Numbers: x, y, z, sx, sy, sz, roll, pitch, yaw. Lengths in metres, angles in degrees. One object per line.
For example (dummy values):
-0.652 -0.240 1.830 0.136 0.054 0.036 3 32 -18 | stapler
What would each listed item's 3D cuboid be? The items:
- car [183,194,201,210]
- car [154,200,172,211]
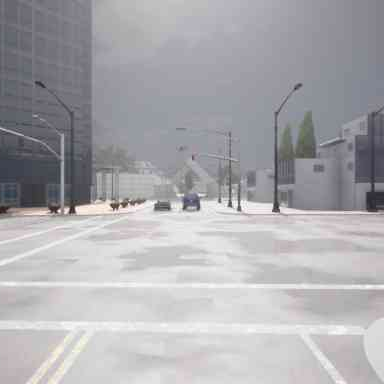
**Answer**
-0.034 1.221 44.147 2.150 2.045 5.566 0 0 2 | car
-3.614 1.601 41.604 1.895 1.301 4.718 0 0 0 | car
